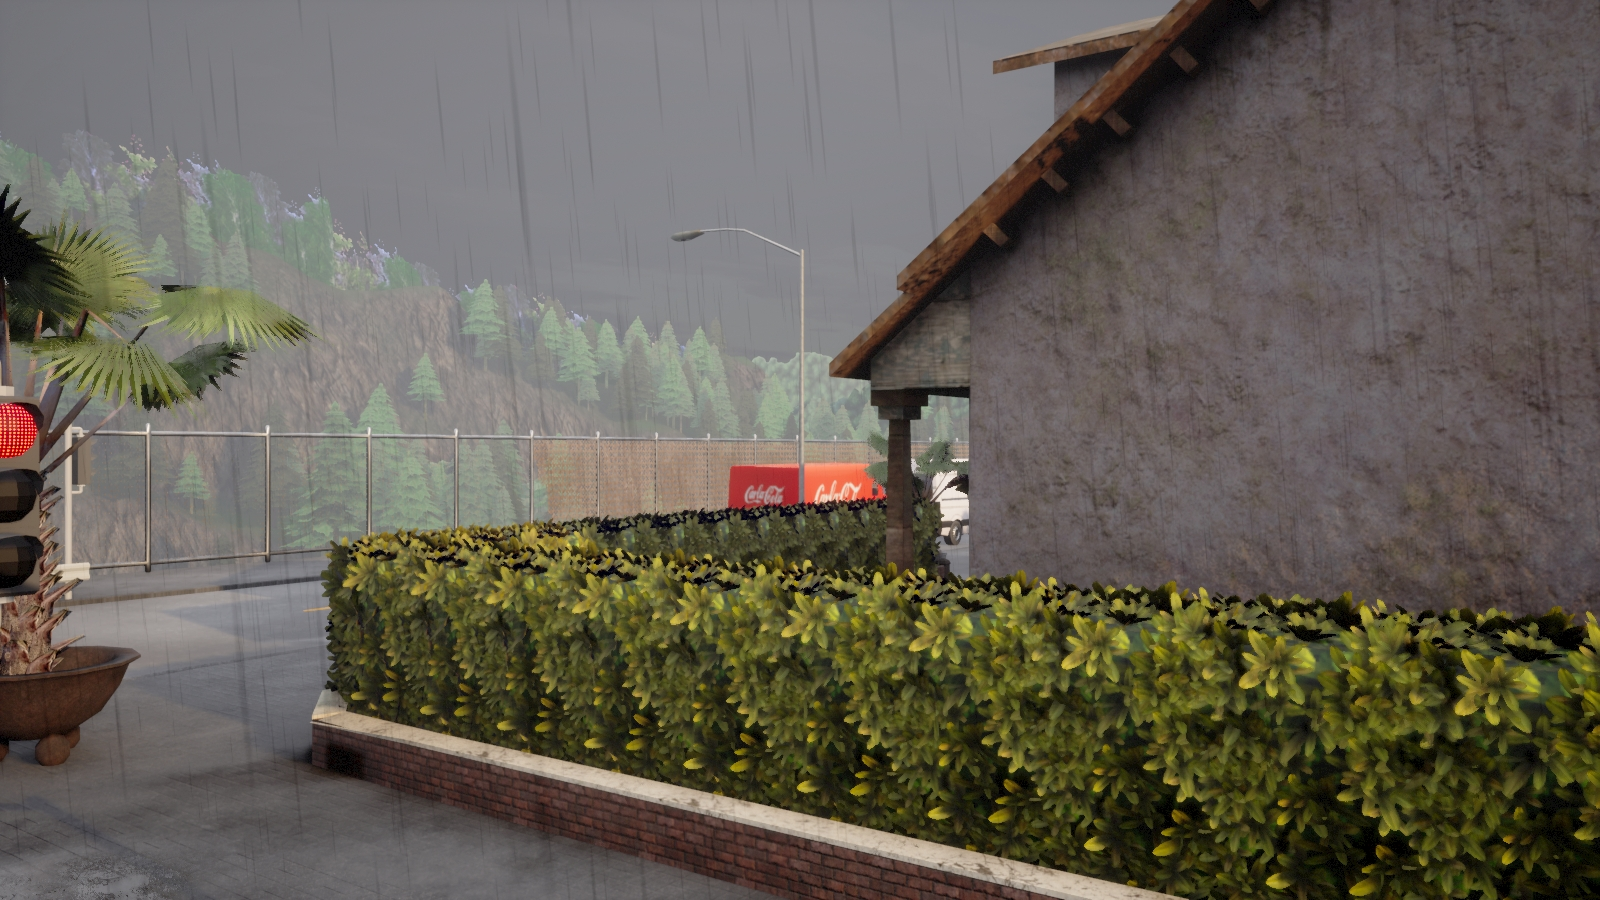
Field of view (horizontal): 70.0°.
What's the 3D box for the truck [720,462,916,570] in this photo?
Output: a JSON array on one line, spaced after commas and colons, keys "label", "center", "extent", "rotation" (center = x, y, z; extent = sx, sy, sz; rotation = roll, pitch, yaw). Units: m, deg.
[{"label": "truck", "center": [0.584, 1.568, 29.600], "extent": [2.627, 2.467, 5.204], "rotation": [0, 0, 35]}]
